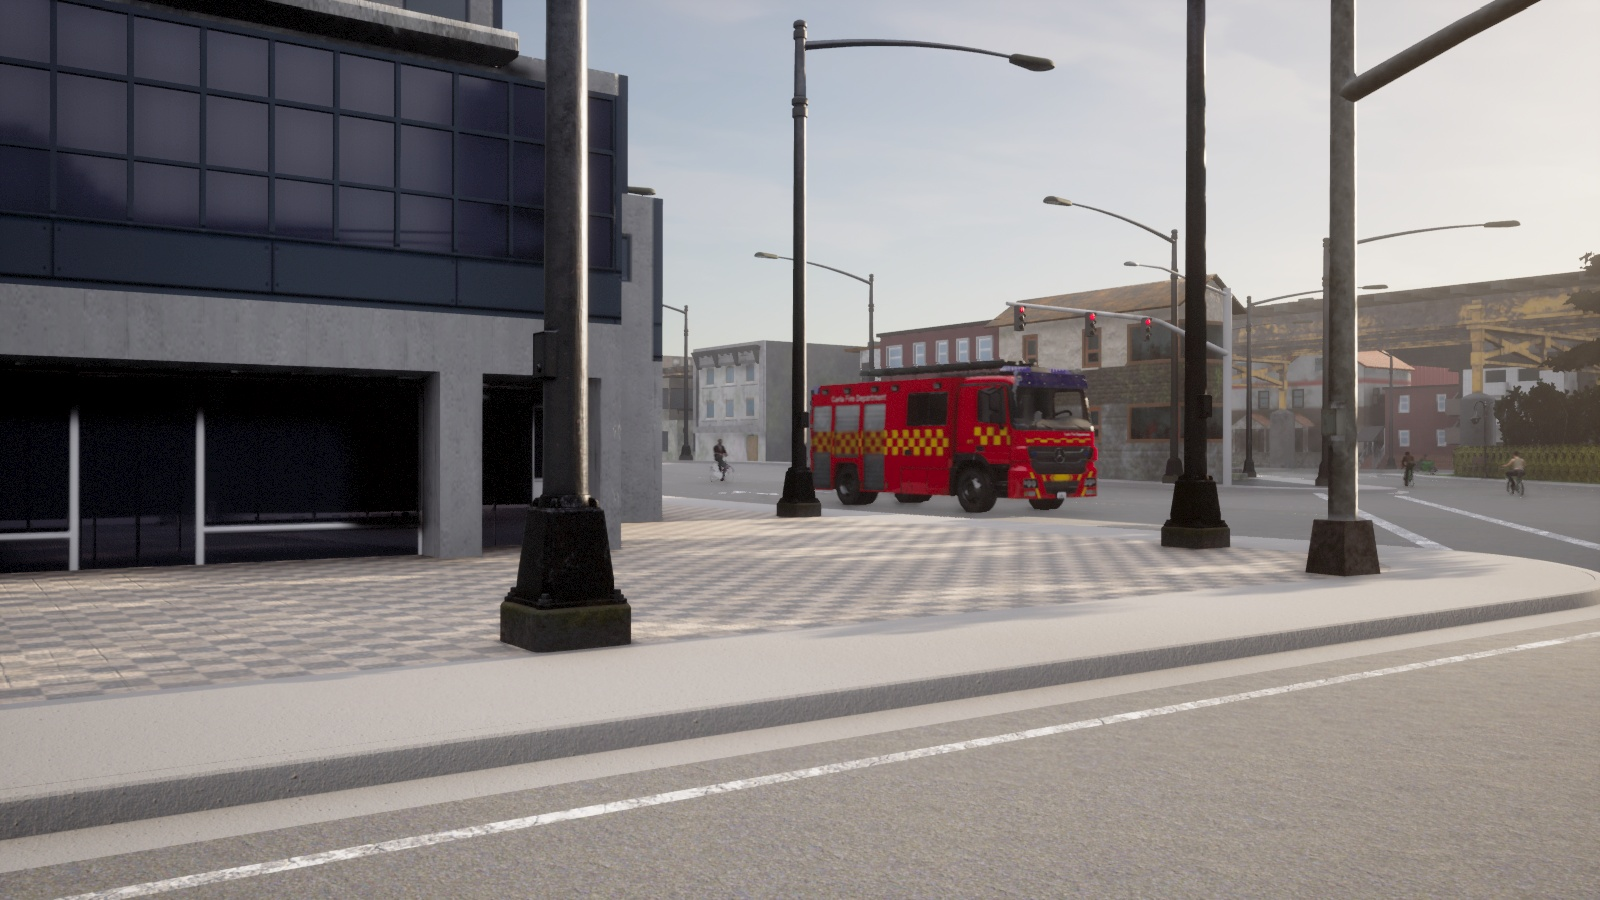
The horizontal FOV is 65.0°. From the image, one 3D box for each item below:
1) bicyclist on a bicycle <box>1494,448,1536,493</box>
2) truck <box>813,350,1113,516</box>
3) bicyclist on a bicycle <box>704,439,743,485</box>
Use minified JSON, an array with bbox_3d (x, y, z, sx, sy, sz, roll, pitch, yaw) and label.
[{"bbox_3d":[25.789,0.738,45.322,0.866,1.612,1.509,0,0,10],"label":"bicyclist on a bicycle"},{"bbox_3d":[4.005,-0.402,33.212,2.891,3.827,8.468,0,0,-35],"label":"truck"},{"bbox_3d":[-3.009,0.447,49.211,0.659,1.776,1.843,0,1,-35],"label":"bicyclist on a bicycle"}]
